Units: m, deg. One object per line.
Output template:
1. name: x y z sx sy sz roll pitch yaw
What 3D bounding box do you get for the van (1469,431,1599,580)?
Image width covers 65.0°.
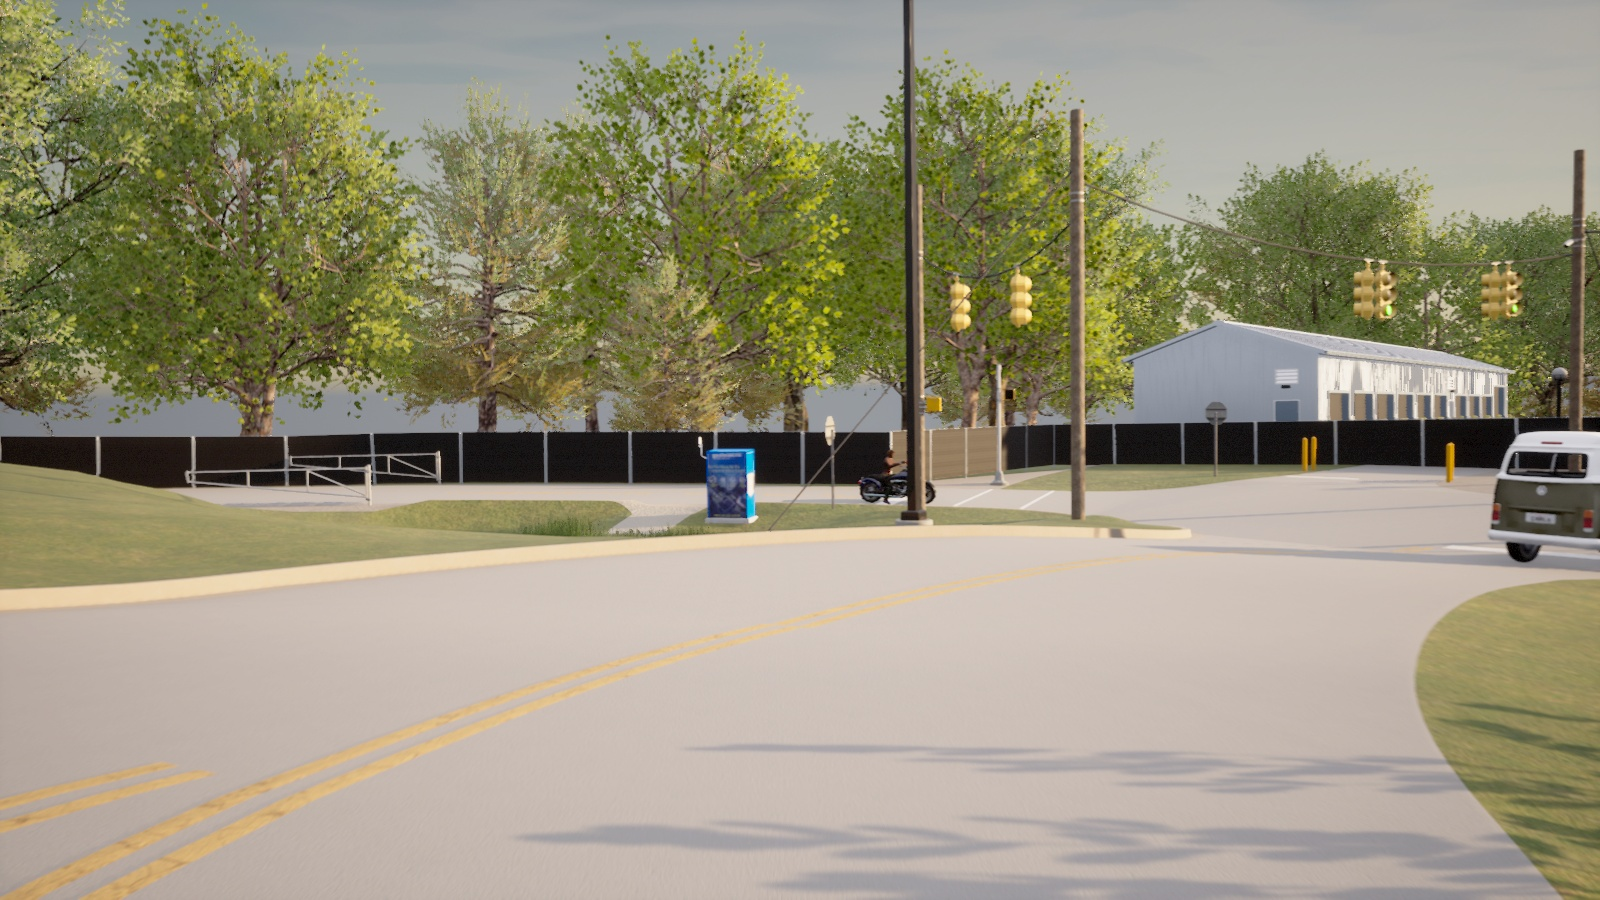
1. van: 12.673 0.771 19.296 4.480 2.038 2.069 0 2 -29

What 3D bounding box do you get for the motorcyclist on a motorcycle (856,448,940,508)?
1. motorcyclist on a motorcycle: 2.890 0.796 36.977 2.350 1.649 0.766 1 3 20
